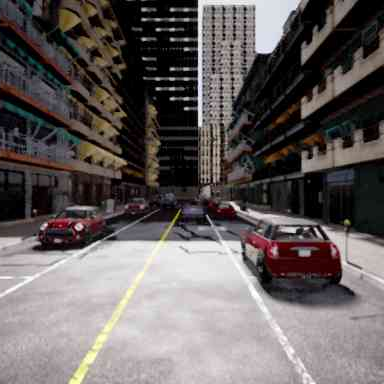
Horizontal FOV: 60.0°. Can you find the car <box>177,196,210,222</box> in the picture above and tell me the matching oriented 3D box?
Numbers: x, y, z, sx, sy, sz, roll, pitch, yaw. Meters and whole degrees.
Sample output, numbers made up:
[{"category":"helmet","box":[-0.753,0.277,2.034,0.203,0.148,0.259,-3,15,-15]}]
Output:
[{"category":"car","box":[0.098,1.380,26.219,2.033,1.649,4.856,0,-1,0]}]

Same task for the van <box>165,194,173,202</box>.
[{"category":"van","box":[-5.313,1.280,77.795,1.690,1.788,3.998,0,0,0]}]

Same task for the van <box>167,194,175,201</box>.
[{"category":"van","box":[-5.313,1.286,83.485,1.690,1.788,3.998,0,0,0]}]

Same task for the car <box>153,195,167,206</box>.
[{"category":"car","box":[-5.312,1.497,49.347,1.947,1.339,4.313,0,0,0]}]

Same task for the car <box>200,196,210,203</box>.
[{"category":"car","box":[2.567,1.475,66.421,1.887,1.381,4.507,0,0,0]}]

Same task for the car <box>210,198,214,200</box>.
[{"category":"car","box":[2.569,1.521,37.973,1.802,1.307,4.206,0,0,0]}]

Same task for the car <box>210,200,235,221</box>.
[{"category":"car","box":[2.569,1.535,26.595,1.802,1.307,4.206,0,0,0]}]

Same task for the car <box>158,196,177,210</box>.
[{"category":"car","box":[-2.843,1.536,41.944,1.895,1.301,4.718,0,0,0]}]

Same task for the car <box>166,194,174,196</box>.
[{"category":"car","box":[-5.313,1.374,72.105,1.967,1.590,4.097,0,0,0]}]

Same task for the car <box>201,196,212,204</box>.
[{"category":"car","box":[2.567,1.474,60.731,1.887,1.381,4.507,0,0,0]}]

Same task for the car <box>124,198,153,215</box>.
[{"category":"car","box":[-5.310,1.386,32.277,1.967,1.590,4.097,0,0,0]}]

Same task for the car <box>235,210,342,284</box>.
[{"category":"car","box":[2.571,1.420,9.525,1.967,1.590,4.097,0,0,0]}]

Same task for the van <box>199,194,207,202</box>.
[{"category":"van","box":[2.567,1.279,77.801,1.690,1.788,3.998,0,0,0]}]

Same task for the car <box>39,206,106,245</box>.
[{"category":"car","box":[-5.310,1.410,15.207,1.967,1.590,4.097,0,0,0]}]

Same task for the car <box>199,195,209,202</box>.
[{"category":"car","box":[2.567,1.374,72.111,1.967,1.590,4.097,0,0,0]}]
